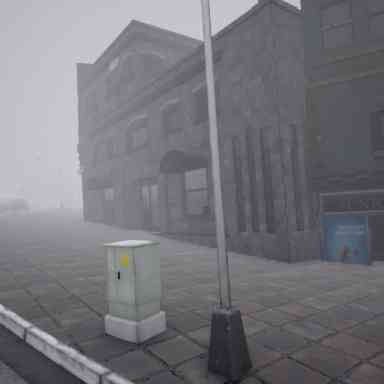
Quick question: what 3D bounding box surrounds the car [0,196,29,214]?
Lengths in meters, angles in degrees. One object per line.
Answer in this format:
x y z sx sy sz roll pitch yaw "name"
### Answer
-27.136 2.130 50.763 2.150 2.045 5.566 -4 -1 3 "car"
